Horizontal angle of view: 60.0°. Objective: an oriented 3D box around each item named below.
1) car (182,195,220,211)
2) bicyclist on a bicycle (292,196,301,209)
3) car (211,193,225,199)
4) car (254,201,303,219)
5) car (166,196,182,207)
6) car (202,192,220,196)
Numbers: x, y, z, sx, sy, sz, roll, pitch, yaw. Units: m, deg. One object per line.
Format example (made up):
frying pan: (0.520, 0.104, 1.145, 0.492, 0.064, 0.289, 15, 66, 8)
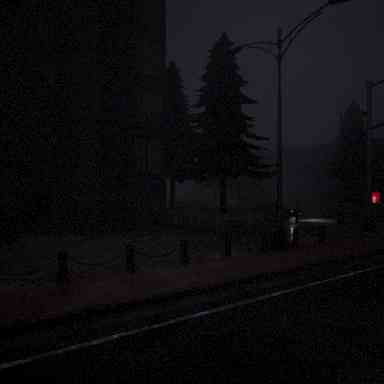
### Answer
car: (1.354, 1.493, 37.674, 1.882, 1.535, 5.008, 0, 0, -37)
bicyclist on a bicycle: (11.496, 1.316, 36.649, 1.656, 1.620, 0.582, 0, 0, -37)
car: (7.287, 1.092, 94.517, 1.905, 1.878, 3.866, 0, 0, -37)
car: (7.558, 1.541, 29.486, 1.812, 1.442, 4.674, 0, 0, -38)
car: (-1.538, 1.616, 47.604, 1.895, 1.301, 4.718, 0, 0, -37)
car: (5.199, 1.112, 92.455, 1.932, 1.855, 4.605, 0, 0, -37)
